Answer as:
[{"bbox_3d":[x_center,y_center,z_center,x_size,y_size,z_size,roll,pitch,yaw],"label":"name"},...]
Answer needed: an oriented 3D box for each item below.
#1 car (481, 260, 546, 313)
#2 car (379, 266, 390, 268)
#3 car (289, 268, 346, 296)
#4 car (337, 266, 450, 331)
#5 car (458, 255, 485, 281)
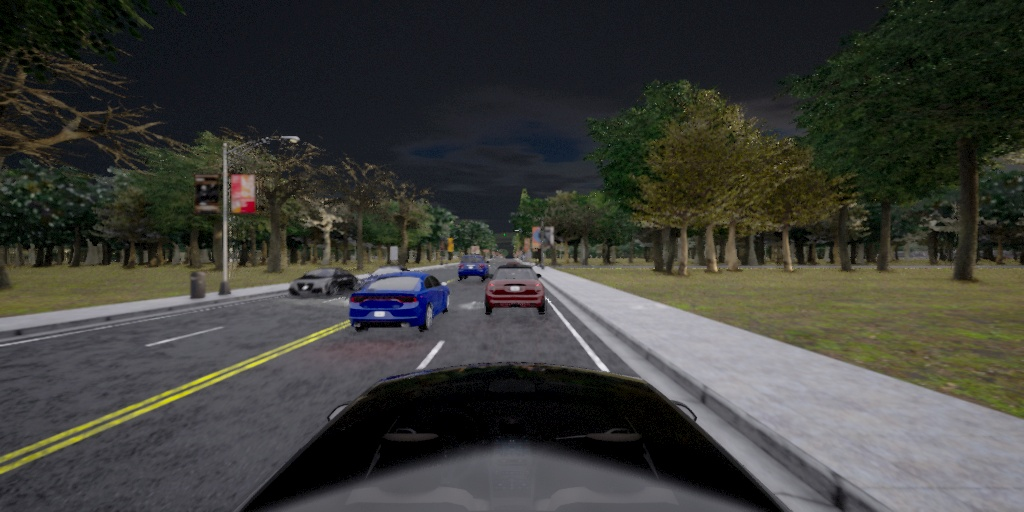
[{"bbox_3d":[0.102,1.103,14.044,2.097,1.767,4.553,0,0,0],"label":"car"},{"bbox_3d":[-6.591,1.277,19.476,1.812,1.442,4.674,0,0,0],"label":"car"},{"bbox_3d":[-9.841,1.315,19.059,1.994,1.385,4.181,0,0,0],"label":"car"},{"bbox_3d":[-3.150,1.228,11.006,1.882,1.535,5.008,0,0,0],"label":"car"},{"bbox_3d":[-3.145,0.974,30.055,2.150,2.045,5.566,0,0,0],"label":"car"}]
